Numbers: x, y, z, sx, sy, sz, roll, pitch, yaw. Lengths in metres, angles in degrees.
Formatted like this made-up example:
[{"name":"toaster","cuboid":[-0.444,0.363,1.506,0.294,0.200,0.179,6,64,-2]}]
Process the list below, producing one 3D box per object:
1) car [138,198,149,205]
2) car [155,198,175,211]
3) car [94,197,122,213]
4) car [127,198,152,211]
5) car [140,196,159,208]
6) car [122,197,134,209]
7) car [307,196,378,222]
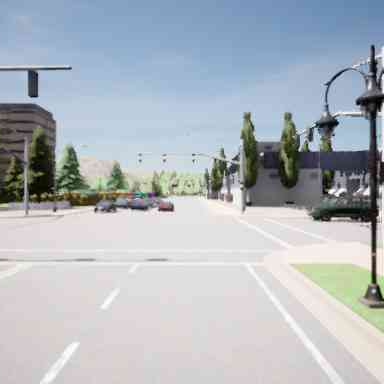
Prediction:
[{"name":"car","cuboid":[-10.503,2.056,72.249,1.895,1.301,4.718,0,0,0]},{"name":"car","cuboid":[-3.402,1.849,44.683,1.994,1.385,4.181,0,0,0]},{"name":"car","cuboid":[-10.623,1.755,41.143,2.128,1.511,4.902,0,0,2]},{"name":"car","cuboid":[-7.058,1.890,45.294,1.895,1.301,4.718,0,0,0]},{"name":"car","cuboid":[-7.016,1.852,54.450,1.837,1.490,4.892,0,0,0]},{"name":"car","cuboid":[-10.529,1.873,50.890,2.033,1.411,5.357,0,0,0]},{"name":"car","cuboid":[12.636,1.401,28.024,5.566,2.045,2.150,0,0,-1]}]
